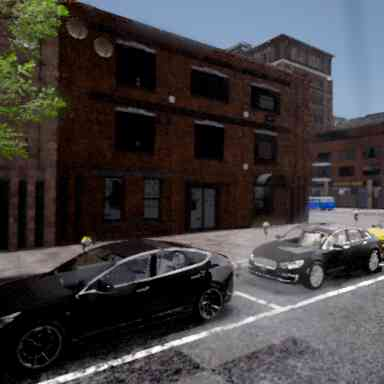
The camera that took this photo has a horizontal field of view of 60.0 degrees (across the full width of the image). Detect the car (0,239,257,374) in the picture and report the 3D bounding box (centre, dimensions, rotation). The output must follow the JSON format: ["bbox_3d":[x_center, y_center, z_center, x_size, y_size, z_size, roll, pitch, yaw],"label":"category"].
[{"bbox_3d":[-1.186,1.560,5.655,4.313,1.339,1.947,0,1,-35],"label":"car"}]

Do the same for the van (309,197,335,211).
[{"bbox_3d":[16.546,1.535,43.375,1.690,1.788,3.998,0,-1,-35],"label":"van"}]

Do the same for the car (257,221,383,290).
[{"bbox_3d":[3.447,1.528,8.956,4.403,1.369,2.008,0,1,-35],"label":"car"}]
